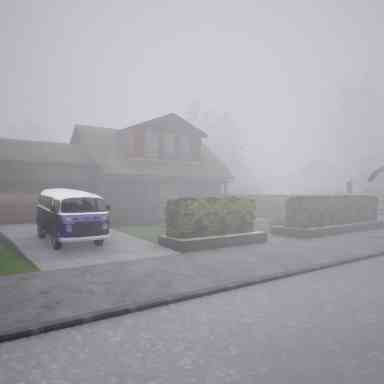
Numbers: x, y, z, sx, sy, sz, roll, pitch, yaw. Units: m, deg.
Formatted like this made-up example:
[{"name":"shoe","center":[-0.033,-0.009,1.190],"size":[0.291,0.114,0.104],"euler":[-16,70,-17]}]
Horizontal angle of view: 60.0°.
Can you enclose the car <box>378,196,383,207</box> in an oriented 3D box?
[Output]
[{"name":"car","center":[24.583,0.986,41.404],"size":[3.866,1.878,1.905],"euler":[0,0,-1]}]
